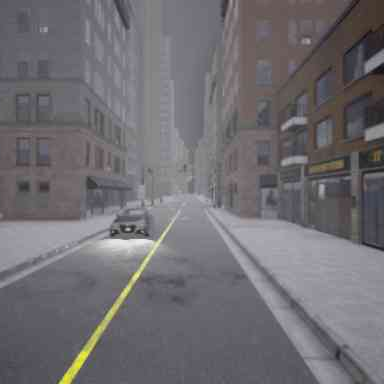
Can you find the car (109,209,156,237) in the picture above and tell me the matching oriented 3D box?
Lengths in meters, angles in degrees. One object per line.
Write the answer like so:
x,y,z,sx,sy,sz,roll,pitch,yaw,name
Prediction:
-3.101,1.606,18.023,1.994,1.385,4.181,0,0,0,car
